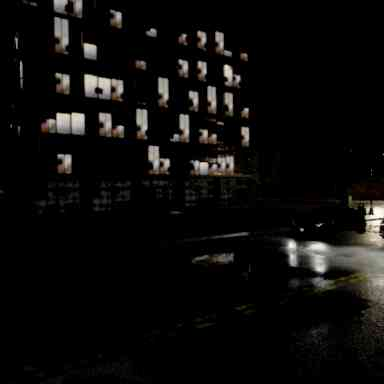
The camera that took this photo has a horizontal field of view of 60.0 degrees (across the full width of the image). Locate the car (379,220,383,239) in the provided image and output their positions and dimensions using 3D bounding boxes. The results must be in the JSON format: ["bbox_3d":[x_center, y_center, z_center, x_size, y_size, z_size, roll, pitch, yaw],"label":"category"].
[{"bbox_3d":[10.337,1.382,15.022,4.902,1.511,2.128,0,0,-35],"label":"car"}]

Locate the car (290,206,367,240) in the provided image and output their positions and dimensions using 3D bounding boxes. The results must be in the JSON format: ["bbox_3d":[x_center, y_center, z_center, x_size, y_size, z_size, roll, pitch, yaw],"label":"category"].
[{"bbox_3d":[6.926,1.429,16.585,4.674,1.442,1.812,0,0,-35],"label":"car"}]
